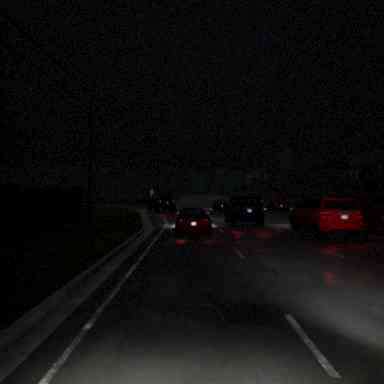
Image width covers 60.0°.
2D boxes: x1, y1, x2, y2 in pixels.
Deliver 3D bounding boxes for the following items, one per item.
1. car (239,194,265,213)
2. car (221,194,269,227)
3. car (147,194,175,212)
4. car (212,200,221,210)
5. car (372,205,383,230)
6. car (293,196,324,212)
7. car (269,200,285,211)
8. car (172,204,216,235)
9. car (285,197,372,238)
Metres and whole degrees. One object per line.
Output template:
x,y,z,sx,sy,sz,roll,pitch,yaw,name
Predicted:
7.096,1.298,40.011,2.150,2.045,5.566,0,0,0,car
3.587,1.266,23.544,2.150,2.045,5.566,0,0,0,car
-3.741,1.296,39.531,2.150,2.045,5.566,0,0,-22,car
3.595,1.644,41.582,1.994,1.385,4.181,0,0,0,car
10.598,1.517,19.974,1.882,1.535,5.008,0,0,0,car
14.096,1.431,40.528,2.097,1.767,4.553,0,0,0,car
10.596,1.644,41.421,1.994,1.385,4.181,0,0,0,car
0.044,1.600,19.108,1.994,1.385,4.181,0,0,-1,car
7.098,1.258,18.140,2.150,2.045,5.566,0,0,0,car
